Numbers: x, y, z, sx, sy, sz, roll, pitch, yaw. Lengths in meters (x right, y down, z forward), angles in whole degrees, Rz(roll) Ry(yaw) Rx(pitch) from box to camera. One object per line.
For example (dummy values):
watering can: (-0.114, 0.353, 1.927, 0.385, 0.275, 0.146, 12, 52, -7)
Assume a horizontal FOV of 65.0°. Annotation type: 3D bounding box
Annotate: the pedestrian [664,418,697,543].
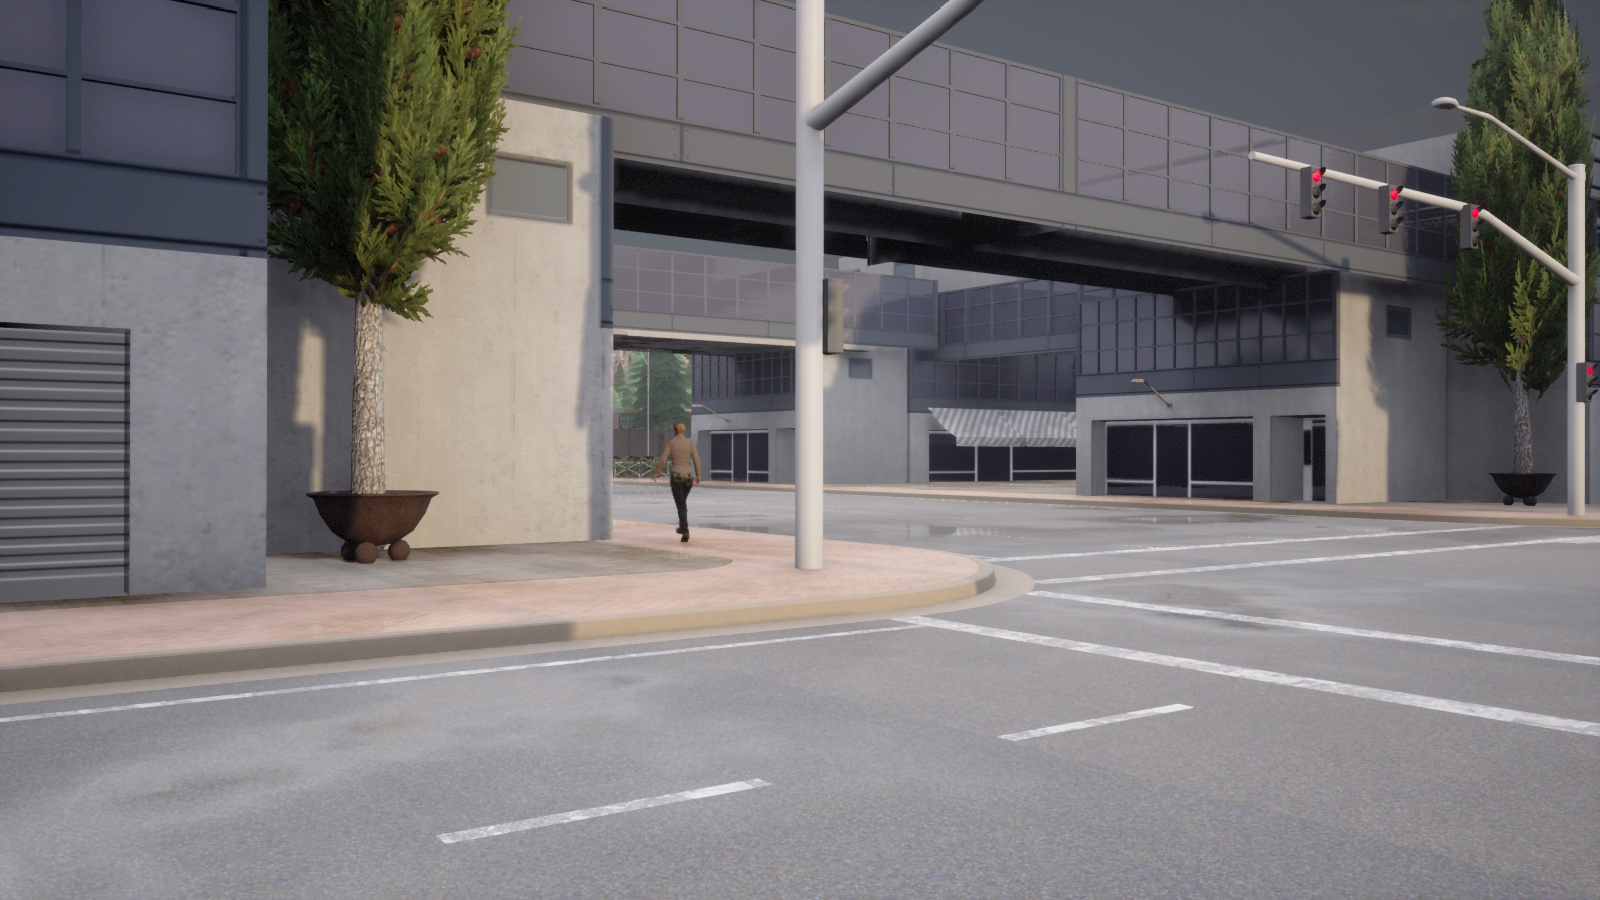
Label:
pedestrian: (-1.807, 0.454, 18.996, 0.331, 1.846, 0.634, 0, 0, -21)
